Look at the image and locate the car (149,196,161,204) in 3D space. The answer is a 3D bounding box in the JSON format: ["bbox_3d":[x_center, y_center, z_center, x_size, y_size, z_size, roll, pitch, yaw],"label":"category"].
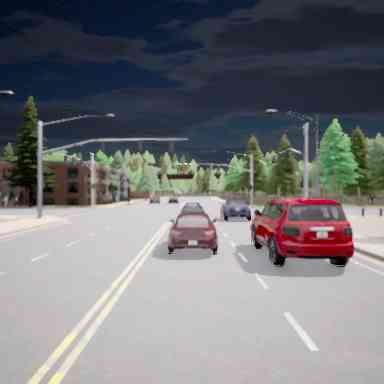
[{"bbox_3d":[-7.014,1.542,63.191,1.837,1.490,4.892,0,0,1],"label":"car"}]

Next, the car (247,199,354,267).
[{"bbox_3d":[3.531,1.231,11.637,2.150,2.045,5.566,0,0,1],"label":"car"}]

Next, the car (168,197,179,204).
[{"bbox_3d":[-3.511,1.640,63.160,1.895,1.301,4.718,0,0,1],"label":"car"}]

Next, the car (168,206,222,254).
[{"bbox_3d":[0.051,1.534,13.457,1.812,1.442,4.674,0,0,1],"label":"car"}]

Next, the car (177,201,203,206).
[{"bbox_3d":[0.055,1.582,28.153,1.994,1.385,4.181,0,0,0],"label":"car"}]

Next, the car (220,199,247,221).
[{"bbox_3d":[3.550,1.369,27.743,2.097,1.767,4.553,0,0,0],"label":"car"}]
